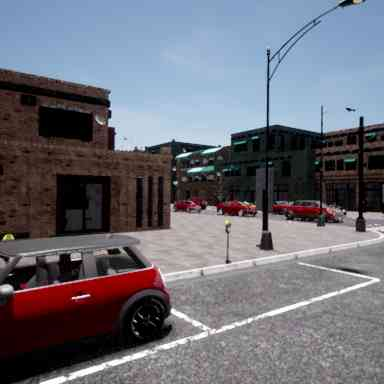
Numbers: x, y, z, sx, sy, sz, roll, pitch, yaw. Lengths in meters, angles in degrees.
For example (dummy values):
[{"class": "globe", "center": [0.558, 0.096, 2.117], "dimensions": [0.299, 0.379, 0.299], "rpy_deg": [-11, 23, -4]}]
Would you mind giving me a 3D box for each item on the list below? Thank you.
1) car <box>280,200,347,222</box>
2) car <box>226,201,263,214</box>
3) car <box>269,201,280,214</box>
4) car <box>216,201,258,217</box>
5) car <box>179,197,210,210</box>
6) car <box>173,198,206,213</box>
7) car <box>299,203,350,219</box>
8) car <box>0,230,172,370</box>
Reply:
[{"class": "car", "center": [9.876, 1.475, 26.983], "dimensions": [2.097, 1.767, 4.553], "rpy_deg": [1, -1, -35]}, {"class": "car", "center": [6.511, 1.874, 41.917], "dimensions": [1.752, 1.417, 4.829], "rpy_deg": [0, -1, -35]}, {"class": "car", "center": [9.773, 1.734, 37.222], "dimensions": [1.967, 1.590, 4.097], "rpy_deg": [0, -1, -35]}, {"class": "car", "center": [4.611, 1.688, 34.512], "dimensions": [1.882, 1.535, 5.008], "rpy_deg": [1, -1, -35]}, {"class": "car", "center": [0.277, 1.768, 50.893], "dimensions": [2.192, 1.841, 5.009], "rpy_deg": [0, -1, -35]}, {"class": "car", "center": [-0.665, 1.825, 42.116], "dimensions": [1.812, 1.442, 4.674], "rpy_deg": [1, -1, -35]}, {"class": "car", "center": [12.939, 1.807, 32.664], "dimensions": [1.947, 1.339, 4.313], "rpy_deg": [0, -1, -35]}, {"class": "car", "center": [-2.409, 1.440, 4.826], "dimensions": [4.097, 1.590, 1.967], "rpy_deg": [0, 1, -36]}]
